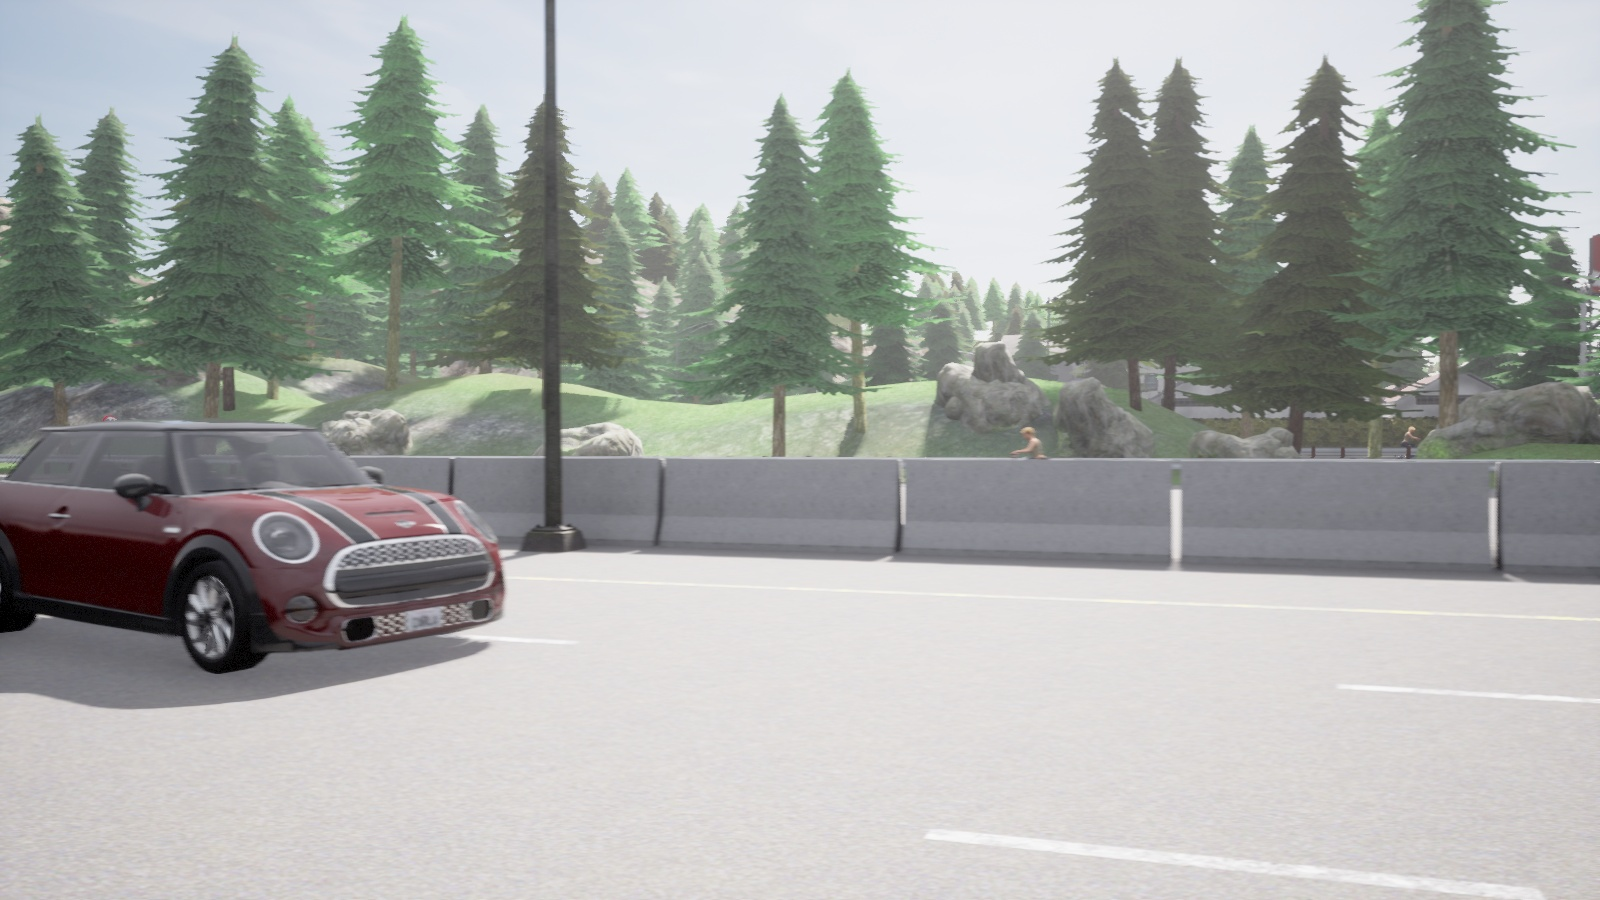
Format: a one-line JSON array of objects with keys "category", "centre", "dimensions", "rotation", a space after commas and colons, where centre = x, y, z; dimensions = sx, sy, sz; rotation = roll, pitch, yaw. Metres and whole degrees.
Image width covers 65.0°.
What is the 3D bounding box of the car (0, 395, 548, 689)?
[{"category": "car", "centre": [-4.343, 0.513, 9.660], "dimensions": [4.553, 1.767, 2.097], "rotation": [1, 1, 33]}]
